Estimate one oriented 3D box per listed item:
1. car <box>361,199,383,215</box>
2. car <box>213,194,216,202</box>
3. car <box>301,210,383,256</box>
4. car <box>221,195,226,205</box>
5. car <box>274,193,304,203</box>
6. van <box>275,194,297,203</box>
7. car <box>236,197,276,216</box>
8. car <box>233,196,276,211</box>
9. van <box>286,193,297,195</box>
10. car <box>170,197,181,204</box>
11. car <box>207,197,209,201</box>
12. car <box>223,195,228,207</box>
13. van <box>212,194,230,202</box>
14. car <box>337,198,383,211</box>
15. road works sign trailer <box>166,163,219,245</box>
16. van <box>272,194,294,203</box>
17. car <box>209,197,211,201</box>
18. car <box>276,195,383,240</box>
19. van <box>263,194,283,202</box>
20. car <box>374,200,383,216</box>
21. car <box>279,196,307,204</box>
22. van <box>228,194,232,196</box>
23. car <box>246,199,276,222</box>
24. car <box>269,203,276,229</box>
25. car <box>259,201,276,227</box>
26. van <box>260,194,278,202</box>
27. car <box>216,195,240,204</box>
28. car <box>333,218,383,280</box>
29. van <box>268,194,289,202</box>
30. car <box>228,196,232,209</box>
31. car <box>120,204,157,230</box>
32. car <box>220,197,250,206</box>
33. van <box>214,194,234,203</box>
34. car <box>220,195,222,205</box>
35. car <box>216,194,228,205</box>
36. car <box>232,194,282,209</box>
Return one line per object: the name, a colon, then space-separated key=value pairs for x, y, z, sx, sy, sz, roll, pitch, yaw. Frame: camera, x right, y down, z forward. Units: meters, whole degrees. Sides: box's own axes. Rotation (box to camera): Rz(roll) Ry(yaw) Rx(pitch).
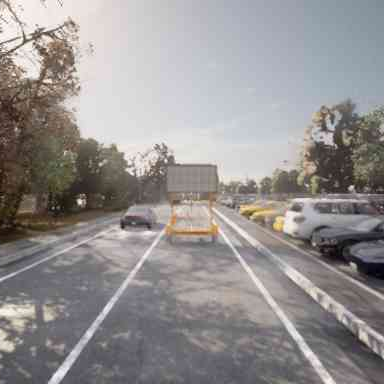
car: x=20.118 y=1.497 z=33.836 sx=4.792 sy=1.488 sz=2.163 roll=0 pitch=0 yaw=0
car: x=7.057 y=1.559 z=61.760 sx=5.366 sy=1.575 sz=1.946 roll=0 pitch=0 yaw=0
car: x=6.829 y=1.573 z=11.800 sx=5.008 sy=1.535 sz=2.097 roll=0 pitch=0 yaw=0
car: x=7.097 y=1.544 z=47.878 sx=4.792 sy=1.488 sz=2.163 roll=0 pitch=0 yaw=0
car: x=20.363 y=1.331 z=69.971 sx=5.566 sy=2.045 sz=2.435 roll=0 pitch=0 yaw=0
van: x=20.532 y=1.366 z=72.740 sx=4.442 sy=1.987 sz=1.878 roll=0 pitch=0 yaw=0
car: x=6.779 y=1.484 z=28.579 sx=5.366 sy=1.575 sz=1.946 roll=0 pitch=0 yaw=0
car: x=7.004 y=1.477 z=33.997 sx=4.892 sy=1.521 sz=2.231 roll=0 pitch=0 yaw=0
van: x=20.439 y=1.328 z=61.660 sx=4.442 sy=1.987 sz=1.878 roll=0 pitch=0 yaw=0
car: x=-3.060 y=1.673 z=63.124 sx=1.895 sy=1.301 sz=4.718 roll=0 pitch=0 yaw=1
car: x=7.527 y=1.928 z=95.049 sx=5.008 sy=1.535 sz=2.097 roll=0 pitch=-1 yaw=0
car: x=7.074 y=1.534 z=45.102 sx=4.792 sy=1.488 sz=2.163 roll=0 pitch=0 yaw=0
van: x=7.312 y=1.486 z=83.952 sx=4.442 sy=1.987 sz=1.878 roll=0 pitch=-1 yaw=0
car: x=20.141 y=1.478 z=39.374 sx=5.008 sy=1.535 sz=2.097 roll=0 pitch=0 yaw=0
road works sign trailer: x=-0.014 y=0.456 z=15.497 sx=2.380 sy=3.560 sz=2.880 roll=0 pitch=0 yaw=-1
van: x=20.554 y=1.375 z=75.385 sx=4.442 sy=1.987 sz=1.878 roll=0 pitch=0 yaw=0
car: x=7.410 y=1.367 z=78.416 sx=5.566 sy=2.045 sz=2.435 roll=0 pitch=0 yaw=0
car: x=6.876 y=1.307 z=14.574 sx=5.566 sy=2.045 sz=2.435 roll=0 pitch=0 yaw=0
van: x=20.390 y=1.475 z=83.681 sx=4.442 sy=1.987 sz=1.878 roll=0 pitch=-1 yaw=0
car: x=20.096 y=1.500 z=31.197 sx=4.792 sy=1.488 sz=2.163 roll=0 pitch=0 yaw=0
car: x=20.362 y=1.572 z=67.075 sx=5.008 sy=1.535 sz=2.097 roll=0 pitch=0 yaw=0
van: x=7.196 y=1.269 z=42.326 sx=4.442 sy=1.987 sz=1.878 roll=0 pitch=0 yaw=0
car: x=6.732 y=1.511 z=22.906 sx=5.366 sy=1.575 sz=1.946 roll=0 pitch=0 yaw=0
car: x=7.056 y=1.540 z=17.351 sx=5.366 sy=1.575 sz=1.946 roll=0 pitch=0 yaw=0
car: x=6.900 y=1.530 z=20.128 sx=4.892 sy=1.521 sz=2.231 roll=0 pitch=0 yaw=0
van: x=20.670 y=1.583 z=89.217 sx=4.442 sy=1.987 sz=1.878 roll=0 pitch=-1 yaw=0
car: x=7.258 y=1.455 z=67.311 sx=4.553 sy=1.767 sz=2.185 roll=0 pitch=0 yaw=0
car: x=6.772 y=1.617 z=9.024 sx=4.792 sy=1.488 sz=2.163 roll=0 pitch=0 yaw=0
van: x=20.345 y=1.385 z=78.290 sx=4.442 sy=1.987 sz=1.878 roll=0 pitch=-1 yaw=0
car: x=7.086 y=1.515 z=39.549 sx=4.792 sy=1.488 sz=2.163 roll=0 pitch=0 yaw=0
car: x=-3.332 y=1.517 z=21.384 sx=1.812 sy=1.442 sz=4.674 roll=0 pitch=0 yaw=0
car: x=7.203 y=1.544 z=56.206 sx=4.892 sy=1.521 sz=2.231 roll=0 pitch=0 yaw=0
van: x=7.242 y=1.384 z=75.641 sx=4.442 sy=1.987 sz=1.878 roll=0 pitch=0 yaw=0
car: x=7.121 y=1.553 z=50.654 sx=4.792 sy=1.488 sz=2.163 roll=0 pitch=0 yaw=0
car: x=6.987 y=1.530 z=53.432 sx=5.366 sy=1.575 sz=1.946 roll=0 pitch=0 yaw=0
car: x=7.065 y=1.353 z=36.777 sx=4.553 sy=1.767 sz=2.185 roll=0 pitch=0 yaw=0
